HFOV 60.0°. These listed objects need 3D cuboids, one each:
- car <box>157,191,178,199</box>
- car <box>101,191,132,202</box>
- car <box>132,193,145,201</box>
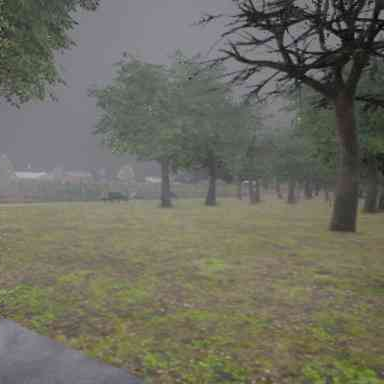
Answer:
[{"bbox_3d":[-5.624,0.666,76.553,2.150,2.045,5.566,-1,0,35],"label":"car"},{"bbox_3d":[-14.708,0.882,63.588,2.150,2.045,5.566,-1,0,35],"label":"car"},{"bbox_3d":[-12.256,0.962,71.876,2.097,1.767,4.553,-1,0,35],"label":"car"}]
